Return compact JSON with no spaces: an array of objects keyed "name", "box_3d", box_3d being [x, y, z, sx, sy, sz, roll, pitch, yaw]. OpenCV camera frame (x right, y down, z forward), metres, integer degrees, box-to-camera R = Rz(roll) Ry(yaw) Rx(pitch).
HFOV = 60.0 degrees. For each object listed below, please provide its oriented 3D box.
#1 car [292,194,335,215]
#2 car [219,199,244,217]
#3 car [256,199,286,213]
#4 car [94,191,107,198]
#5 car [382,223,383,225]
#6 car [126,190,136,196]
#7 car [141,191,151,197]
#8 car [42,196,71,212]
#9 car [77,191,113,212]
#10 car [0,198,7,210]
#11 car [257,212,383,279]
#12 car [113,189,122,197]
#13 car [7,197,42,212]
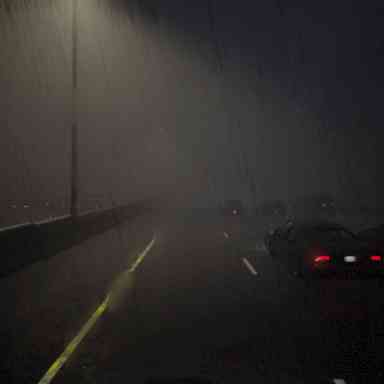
[{"name":"car","box_3d":[10.591,1.140,29.304,2.150,2.045,5.566,0,1,0]},{"name":"car","box_3d":[3.590,1.414,30.335,1.837,1.490,4.892,0,0,0]},{"name":"car","box_3d":[7.090,1.402,30.208,2.128,1.511,4.902,0,0,0]},{"name":"car","box_3d":[-21.008,0.479,76.728,1.812,1.442,4.674,0,1,0]},{"name":"car","box_3d":[7.082,1.573,10.782,1.994,1.385,4.181,0,0,0]},{"name":"car","box_3d":[-14.008,0.371,77.137,1.837,1.490,4.892,0,1,0]},{"name":"car","box_3d":[-10.508,0.507,76.730,1.994,1.385,4.181,0,1,0]},{"name":"car","box_3d":[-14.099,1.202,36.367,2.097,1.767,4.553,0,1,0]},{"name":"car","box_3d":[-10.601,1.073,36.206,2.150,2.045,5.566,0,1,0]},{"name":"car","box_3d":[-21.102,1.398,36.251,2.033,1.411,5.357,0,1,0]},{"name":"car","box_3d":[3.583,1.557,10.033,2.033,1.411,5.357,0,0,0]},{"name":"car","box_3d":[-17.508,0.309,76.754,2.097,1.767,4.553,0,1,0]},{"name":"car","box_3d":[-17.599,1.356,36.242,1.837,1.490,4.892,0,1,0]}]
